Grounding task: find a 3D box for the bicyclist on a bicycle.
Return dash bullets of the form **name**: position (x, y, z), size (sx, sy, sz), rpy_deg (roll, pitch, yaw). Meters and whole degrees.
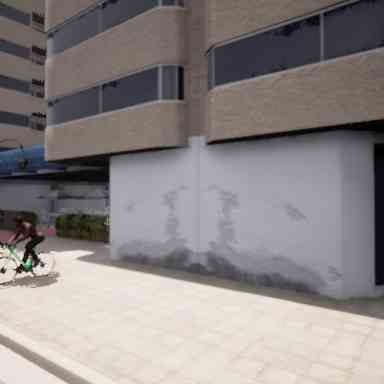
- **bicyclist on a bicycle**: position (-4.188, 1.420, 8.312), size (0.582, 1.620, 1.656), rpy_deg (-1, -1, 37)
